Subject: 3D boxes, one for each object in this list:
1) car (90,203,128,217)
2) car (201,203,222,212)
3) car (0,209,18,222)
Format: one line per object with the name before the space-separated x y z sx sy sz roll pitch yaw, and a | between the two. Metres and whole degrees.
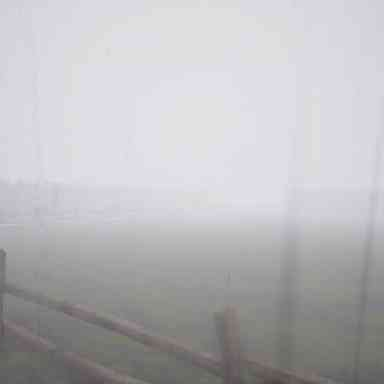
car | -9.610 2.022 38.716 2.097 1.767 4.553 -1 -2 36
car | 3.331 2.664 56.387 2.128 1.511 4.902 -1 -2 36
car | -17.457 1.963 27.968 1.895 1.301 4.718 -1 -2 37
